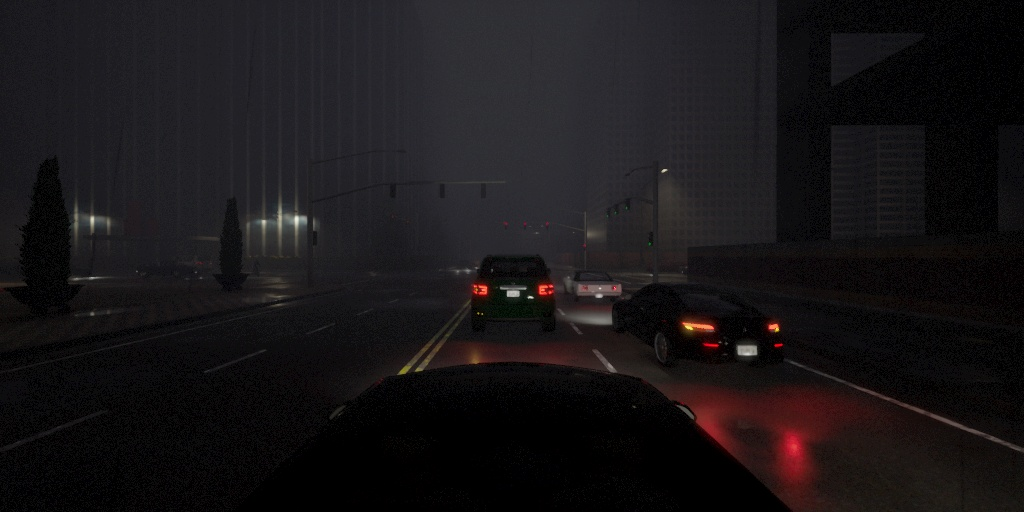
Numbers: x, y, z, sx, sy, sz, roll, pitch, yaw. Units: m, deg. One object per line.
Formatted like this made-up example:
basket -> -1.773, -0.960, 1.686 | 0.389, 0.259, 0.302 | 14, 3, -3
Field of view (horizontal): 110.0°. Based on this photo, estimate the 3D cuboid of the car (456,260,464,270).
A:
car -> -7.059, 1.275, 53.730 | 1.812, 1.442, 4.674 | 0, 0, 0

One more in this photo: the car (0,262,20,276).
car -> -50.679, 1.313, 36.566 | 4.181, 1.385, 1.994 | 0, 0, 3

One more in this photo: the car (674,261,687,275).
car -> 19.877, 1.350, 37.168 | 4.718, 1.301, 1.895 | 0, 0, 1

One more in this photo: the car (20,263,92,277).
car -> -41.554, 1.314, 32.987 | 4.181, 1.385, 1.994 | 0, 0, 0

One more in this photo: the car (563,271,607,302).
car -> 3.593, 1.351, 16.932 | 1.895, 1.301, 4.718 | 0, 0, 0

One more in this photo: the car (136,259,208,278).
car -> -31.586, 1.241, 33.034 | 4.902, 1.511, 2.128 | 0, 0, 0

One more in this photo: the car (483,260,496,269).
car -> -3.549, 1.350, 57.510 | 1.895, 1.301, 4.718 | 0, 0, 0

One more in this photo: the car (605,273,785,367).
car -> 3.589, 1.276, 7.770 | 1.812, 1.442, 4.674 | 0, 0, 0

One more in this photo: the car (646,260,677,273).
car -> 17.808, 1.227, 40.681 | 5.008, 1.535, 1.882 | 0, 0, 0

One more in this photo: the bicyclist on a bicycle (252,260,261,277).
bicyclist on a bicycle -> -24.645, 1.202, 34.554 | 0.582, 1.620, 1.656 | 0, 0, -13

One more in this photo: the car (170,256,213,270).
car -> -36.869, 0.971, 40.176 | 5.566, 2.045, 2.150 | 0, 0, -1

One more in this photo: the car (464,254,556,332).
car -> 0.057, 0.971, 11.013 | 2.150, 2.045, 5.566 | 0, 0, 1
